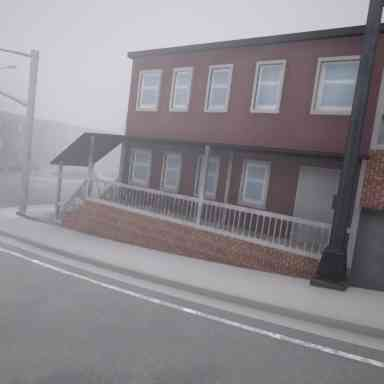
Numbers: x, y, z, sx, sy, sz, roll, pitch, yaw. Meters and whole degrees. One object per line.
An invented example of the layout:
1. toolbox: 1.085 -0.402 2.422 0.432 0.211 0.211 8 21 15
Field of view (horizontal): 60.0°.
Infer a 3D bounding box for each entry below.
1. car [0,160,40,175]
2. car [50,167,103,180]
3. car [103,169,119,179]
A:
1. car: -19.073 -2.723 36.185 1.837 1.490 4.892 11 6 35
2. car: -13.391 -2.146 38.176 2.033 1.411 5.357 11 6 35
3. car: -10.367 -2.672 48.285 2.033 1.411 5.357 11 6 36
